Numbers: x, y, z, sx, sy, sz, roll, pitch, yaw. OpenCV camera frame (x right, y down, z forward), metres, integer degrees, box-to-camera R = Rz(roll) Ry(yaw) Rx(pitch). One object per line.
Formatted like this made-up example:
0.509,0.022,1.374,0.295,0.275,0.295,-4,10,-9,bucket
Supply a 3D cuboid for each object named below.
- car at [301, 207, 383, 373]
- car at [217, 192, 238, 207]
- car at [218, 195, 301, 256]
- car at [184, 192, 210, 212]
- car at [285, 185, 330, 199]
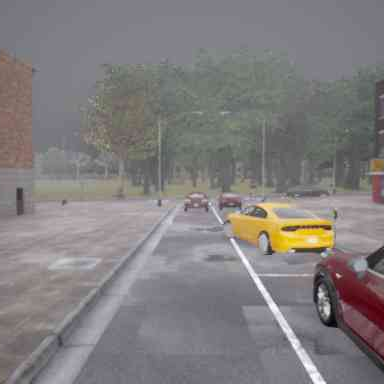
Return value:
3.035,1.227,3.714,2.097,1.767,4.553,0,2,1,car
2.971,0.676,26.920,1.887,1.381,4.507,-1,2,1,car
2.702,1.100,11.530,1.882,1.535,5.008,0,2,-14,car
0.389,0.689,25.910,1.812,1.442,4.674,0,2,2,car
12.987,0.000,37.469,4.892,1.490,1.837,-2,3,3,car
